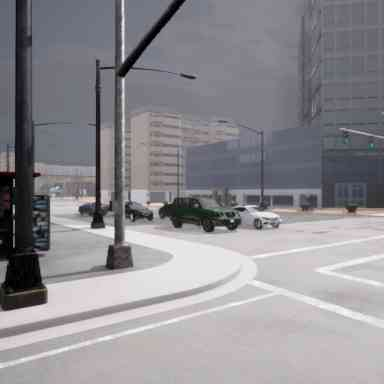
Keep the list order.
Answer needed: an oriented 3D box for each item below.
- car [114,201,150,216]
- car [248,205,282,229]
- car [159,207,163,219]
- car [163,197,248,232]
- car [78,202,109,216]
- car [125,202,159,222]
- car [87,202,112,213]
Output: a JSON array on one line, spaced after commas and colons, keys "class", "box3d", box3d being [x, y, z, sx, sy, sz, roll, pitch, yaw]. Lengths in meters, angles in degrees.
[{"class": "car", "box3d": [-6.873, 1.840, 37.649, 2.128, 1.511, 4.902, 0, -1, -36]}, {"class": "car", "box3d": [3.940, 1.634, 22.720, 1.812, 1.442, 4.674, 0, -1, -35]}, {"class": "car", "box3d": [-1.360, 1.739, 30.107, 1.812, 1.442, 4.674, 0, -1, -36]}, {"class": "car", "box3d": [0.673, 1.335, 21.289, 2.150, 2.045, 5.566, 0, -1, -36]}, {"class": "car", "box3d": [-11.381, 1.938, 37.903, 2.033, 1.411, 5.357, 0, -1, -36]}, {"class": "car", "box3d": [-5.135, 1.740, 29.287, 1.837, 1.490, 4.892, 0, -1, -36]}, {"class": "car", "box3d": [-12.706, 2.059, 45.741, 1.994, 1.385, 4.181, 0, -1, -35]}]
